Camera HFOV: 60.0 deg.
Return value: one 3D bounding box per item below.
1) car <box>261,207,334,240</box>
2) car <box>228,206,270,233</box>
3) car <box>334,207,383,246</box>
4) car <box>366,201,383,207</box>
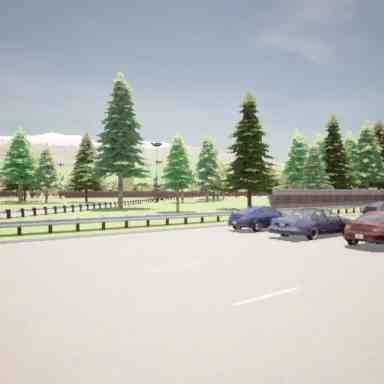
[{"bbox_3d":[6.236,1.562,16.916,5.357,1.411,2.033,0,0,-35],"label":"car"},{"bbox_3d":[4.204,1.532,19.765,4.674,1.442,1.812,0,0,-35],"label":"car"},{"bbox_3d":[8.269,1.532,14.066,4.674,1.442,1.812,0,0,-35],"label":"car"},{"bbox_3d":[16.416,1.532,28.476,4.674,1.442,1.812,0,0,-35],"label":"car"}]
